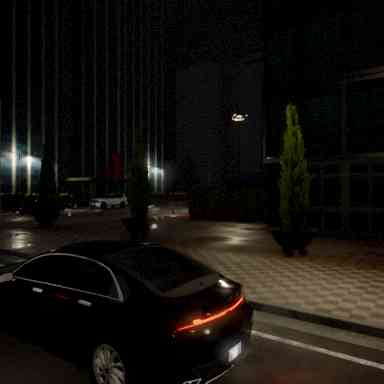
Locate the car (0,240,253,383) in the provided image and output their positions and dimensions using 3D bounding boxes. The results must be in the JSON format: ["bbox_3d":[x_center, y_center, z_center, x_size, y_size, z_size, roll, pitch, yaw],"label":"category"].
[{"bbox_3d":[-1.496,1.505,5.070,4.892,1.490,1.837,0,0,36],"label":"car"}]

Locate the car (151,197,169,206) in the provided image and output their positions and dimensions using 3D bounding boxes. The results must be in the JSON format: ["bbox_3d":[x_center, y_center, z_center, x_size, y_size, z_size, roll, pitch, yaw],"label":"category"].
[{"bbox_3d":[-5.562,1.564,53.835,1.994,1.385,4.181,0,0,35],"label":"car"}]

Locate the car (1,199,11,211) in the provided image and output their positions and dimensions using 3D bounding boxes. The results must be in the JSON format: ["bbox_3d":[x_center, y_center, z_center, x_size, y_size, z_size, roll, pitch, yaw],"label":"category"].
[{"bbox_3d":[-21.028,1.547,37.921,2.033,1.411,5.357,0,0,35],"label":"car"}]

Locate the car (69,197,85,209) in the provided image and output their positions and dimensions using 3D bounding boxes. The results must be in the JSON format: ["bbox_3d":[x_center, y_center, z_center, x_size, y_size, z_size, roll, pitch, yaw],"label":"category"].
[{"bbox_3d":[-15.381,1.505,45.966,1.837,1.490,4.892,0,0,35],"label":"car"}]

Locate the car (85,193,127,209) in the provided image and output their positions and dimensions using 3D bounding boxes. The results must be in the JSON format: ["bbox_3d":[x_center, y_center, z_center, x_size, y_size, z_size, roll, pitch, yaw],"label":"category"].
[{"bbox_3d":[-11.363,1.221,45.597,2.150,2.045,5.566,0,0,35],"label":"car"}]

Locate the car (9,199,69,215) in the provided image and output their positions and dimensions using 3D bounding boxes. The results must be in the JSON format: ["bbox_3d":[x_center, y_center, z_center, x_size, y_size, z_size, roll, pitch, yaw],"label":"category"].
[{"bbox_3d":[-15.310,1.601,33.530,1.895,1.301,4.718,0,0,35],"label":"car"}]
